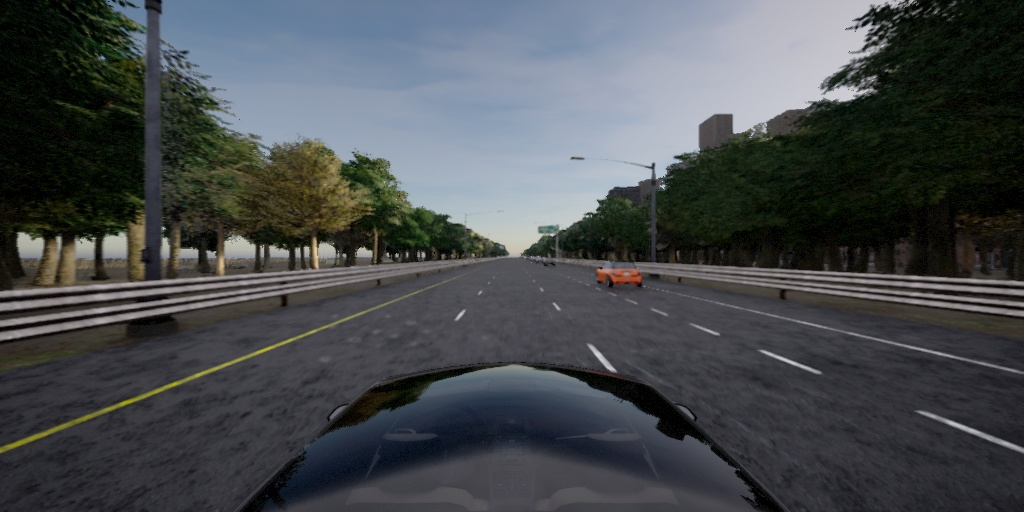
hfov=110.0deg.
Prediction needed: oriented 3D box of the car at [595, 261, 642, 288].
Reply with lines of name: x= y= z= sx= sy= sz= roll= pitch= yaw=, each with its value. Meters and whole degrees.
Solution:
car: x=7.022 y=1.110 z=24.112 sx=2.097 sy=1.767 sz=4.553 roll=0 pitch=0 yaw=0
